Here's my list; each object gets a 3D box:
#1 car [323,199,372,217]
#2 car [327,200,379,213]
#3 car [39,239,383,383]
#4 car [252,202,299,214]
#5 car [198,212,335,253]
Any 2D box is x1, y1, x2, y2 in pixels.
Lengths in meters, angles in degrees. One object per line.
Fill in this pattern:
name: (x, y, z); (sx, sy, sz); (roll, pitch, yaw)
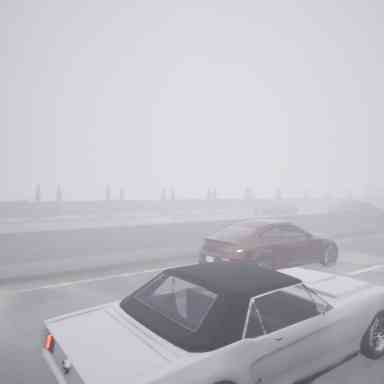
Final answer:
car: (14.946, 1.498, 31.841); (4.902, 1.511, 2.128); (0, 0, -35)
car: (12.649, 1.481, 25.909); (5.008, 1.535, 1.882); (0, 0, -35)
car: (0.754, 1.601, 4.285); (4.718, 1.301, 1.895); (0, 0, -36)
car: (7.803, 1.604, 31.051); (4.718, 1.301, 1.895); (0, 0, -35)
car: (2.326, 1.526, 9.704); (4.674, 1.442, 1.812); (0, 0, -35)
